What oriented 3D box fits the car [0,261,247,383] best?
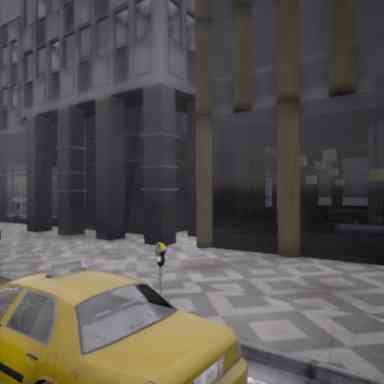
[{"bbox_3d":[-1.733,1.559,4.193,4.829,1.417,1.752,-1,0,35],"label":"car"}]
